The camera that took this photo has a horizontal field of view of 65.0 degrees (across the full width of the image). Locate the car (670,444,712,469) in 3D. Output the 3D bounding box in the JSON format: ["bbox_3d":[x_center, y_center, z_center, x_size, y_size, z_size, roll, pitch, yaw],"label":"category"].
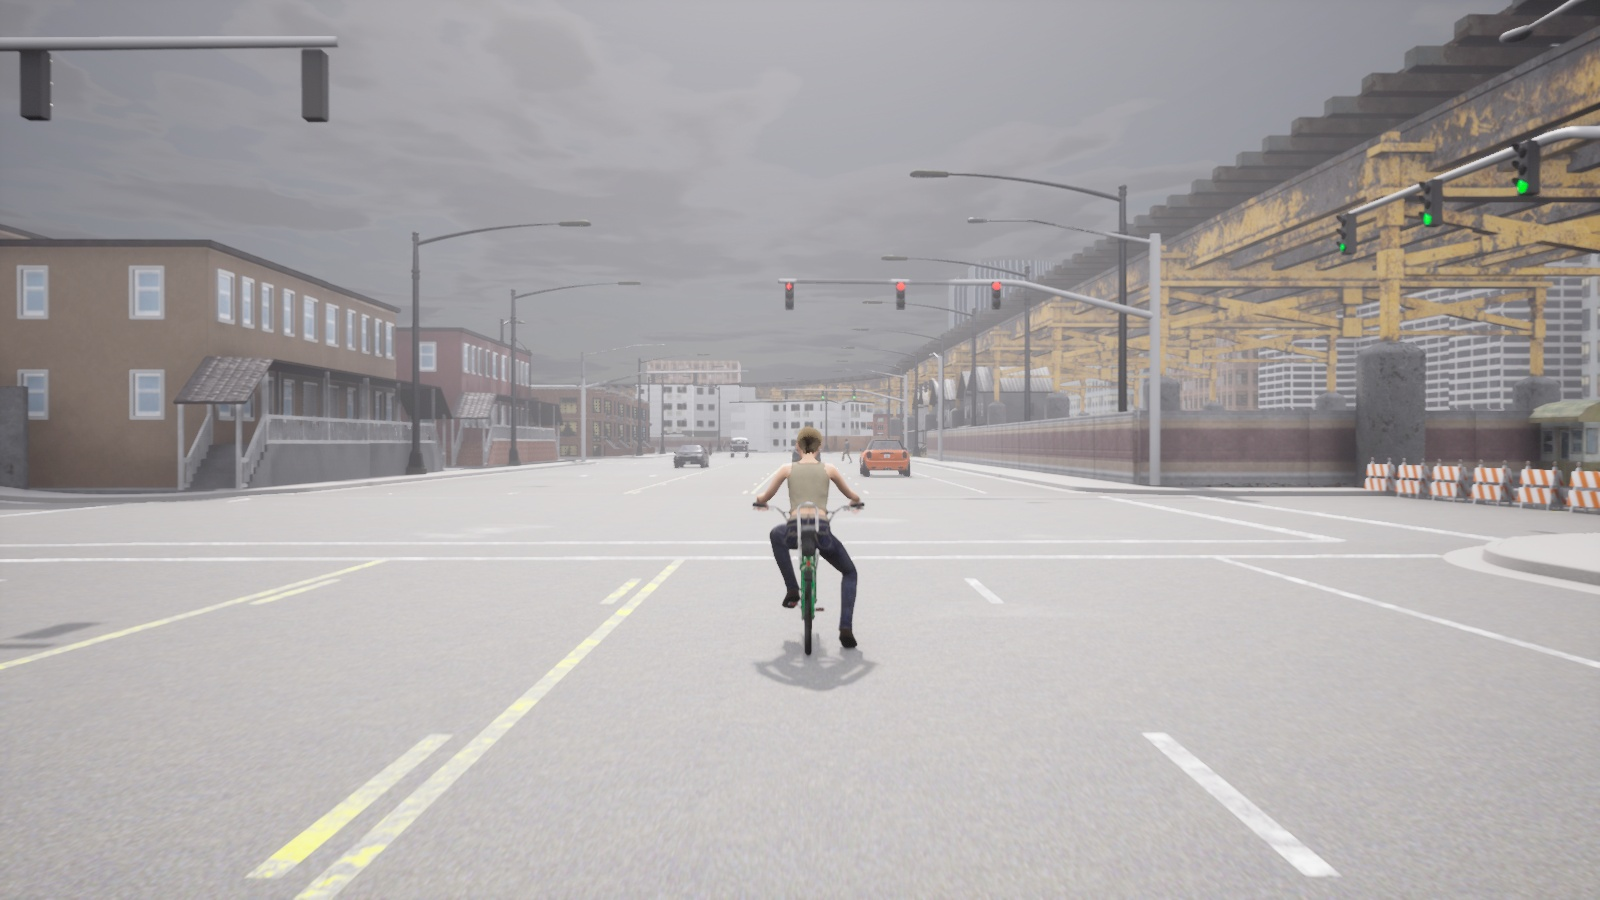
[{"bbox_3d":[-6.555,0.360,76.020,2.033,1.411,5.357,0,0,0],"label":"car"}]

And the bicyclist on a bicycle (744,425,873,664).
[{"bbox_3d":[0.062,0.631,9.209,0.866,1.612,1.509,0,0,0],"label":"bicyclist on a bicycle"}]

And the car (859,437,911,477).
[{"bbox_3d":[3.841,0.284,57.400,2.097,1.767,4.553,0,0,0],"label":"car"}]

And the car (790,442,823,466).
[{"bbox_3d":[0.420,0.240,82.100,2.128,1.511,4.902,0,0,0],"label":"car"}]
